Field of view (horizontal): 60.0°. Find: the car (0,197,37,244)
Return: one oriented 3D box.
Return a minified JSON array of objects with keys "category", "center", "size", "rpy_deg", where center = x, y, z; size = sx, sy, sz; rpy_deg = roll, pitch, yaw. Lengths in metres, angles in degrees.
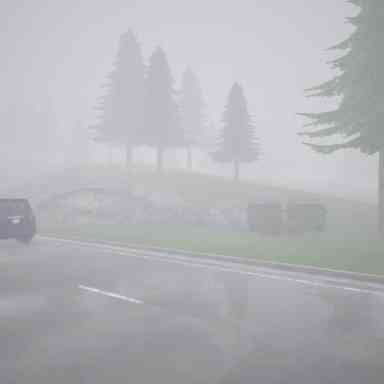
[{"category":"car","center":[-9.107,1.225,14.675],"size":[5.566,2.045,2.150],"rpy_deg":[0,0,36]}]
